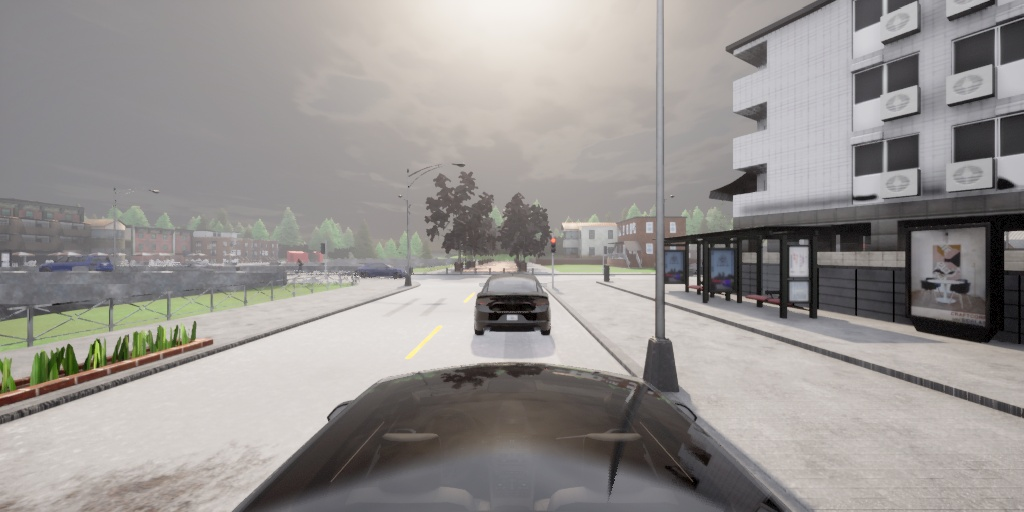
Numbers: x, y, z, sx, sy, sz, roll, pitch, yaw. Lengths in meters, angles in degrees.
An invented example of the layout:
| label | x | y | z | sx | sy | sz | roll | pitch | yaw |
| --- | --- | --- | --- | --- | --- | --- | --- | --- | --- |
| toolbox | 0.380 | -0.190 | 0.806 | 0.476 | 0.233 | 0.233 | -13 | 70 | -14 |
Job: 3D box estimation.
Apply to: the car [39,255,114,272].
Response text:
| label | x | y | z | sx | sy | sz | roll | pitch | yaw |
| --- | --- | --- | --- | --- | --- | --- | --- | --- | --- |
| car | -42.686 | 0.971 | 35.231 | 5.566 | 2.045 | 2.150 | 0 | 0 | 0 |

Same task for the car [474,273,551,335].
| label | x | y | z | sx | sy | sz | roll | pitch | yaw |
| --- | --- | --- | --- | --- | --- | --- | --- | --- | --- |
| car | 0.025 | 1.228 | 10.502 | 1.882 | 1.535 | 5.008 | 0 | 0 | 0 |

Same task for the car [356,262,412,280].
| label | x | y | z | sx | sy | sz | roll | pitch | yaw |
| --- | --- | --- | --- | --- | --- | --- | --- | --- | --- |
| car | -11.064 | 1.276 | 31.055 | 4.674 | 1.442 | 1.812 | 0 | 0 | 4 |

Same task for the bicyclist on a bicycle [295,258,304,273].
| label | x | y | z | sx | sy | sz | roll | pitch | yaw |
| --- | --- | --- | --- | --- | --- | --- | --- | --- | --- |
| bicyclist on a bicycle | -23.462 | 1.099 | 39.554 | 0.582 | 1.620 | 1.656 | 0 | 0 | 0 |

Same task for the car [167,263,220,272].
| label | x | y | z | sx | sy | sz | roll | pitch | yaw |
| --- | --- | --- | --- | --- | --- | --- | --- | --- | --- |
| car | -27.463 | 1.314 | 31.152 | 4.181 | 1.385 | 1.994 | 0 | 0 | 0 |

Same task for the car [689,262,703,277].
| label | x | y | z | sx | sy | sz | roll | pitch | yaw |
| --- | --- | --- | --- | --- | --- | --- | --- | --- | --- |
| car | 18.419 | 1.314 | 35.414 | 4.181 | 1.385 | 1.994 | 0 | 0 | 0 |
